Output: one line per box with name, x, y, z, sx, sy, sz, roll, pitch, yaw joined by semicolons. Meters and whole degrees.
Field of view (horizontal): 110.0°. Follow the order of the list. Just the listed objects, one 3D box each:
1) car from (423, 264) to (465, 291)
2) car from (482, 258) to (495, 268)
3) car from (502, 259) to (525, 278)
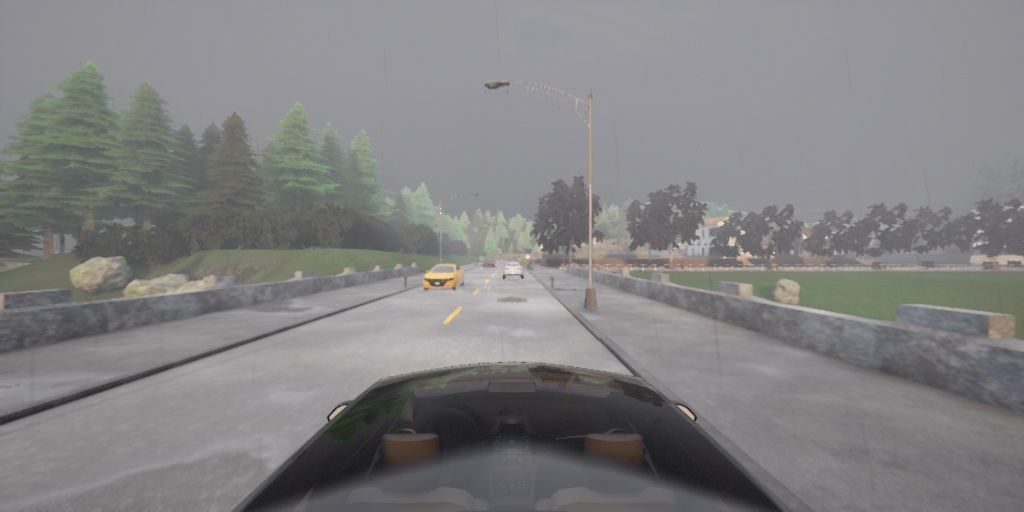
car;-4.095;1.230;22.151;1.882;1.535;5.008;0;0;0
car;-4.008;1.113;61.470;2.097;1.767;4.553;0;0;1
car;0.107;1.280;34.010;1.812;1.442;4.674;0;0;0
